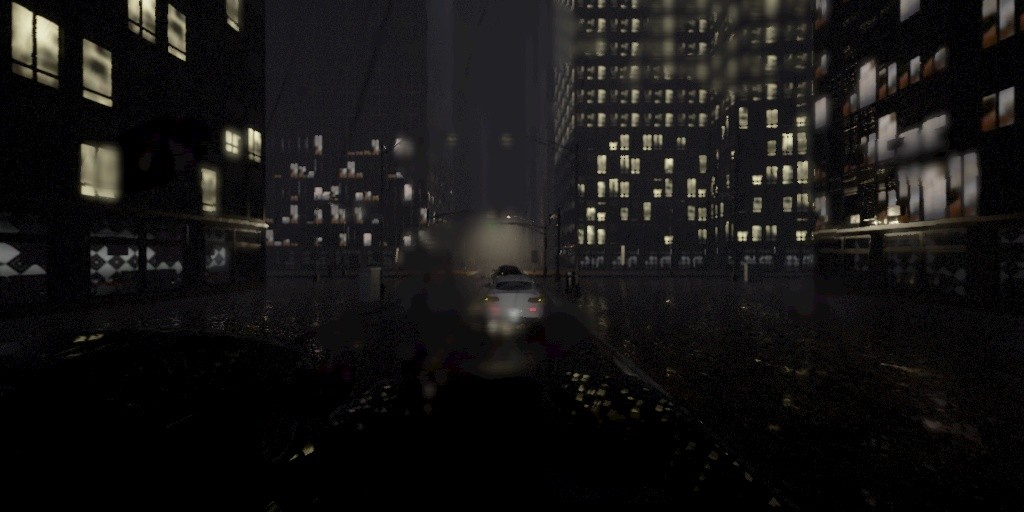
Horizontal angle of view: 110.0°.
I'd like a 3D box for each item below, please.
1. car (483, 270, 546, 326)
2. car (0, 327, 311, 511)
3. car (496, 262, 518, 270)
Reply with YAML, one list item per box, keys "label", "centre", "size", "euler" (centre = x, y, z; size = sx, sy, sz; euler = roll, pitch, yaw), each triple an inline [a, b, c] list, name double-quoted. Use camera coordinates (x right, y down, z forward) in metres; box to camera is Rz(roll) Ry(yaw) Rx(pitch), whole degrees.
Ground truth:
- label: "car"
  centre: [0.068, 1.358, 11.934]
  size: [1.812, 1.442, 4.674]
  euler: [0, 0, 0]
- label: "car"
  centre: [-3.098, 1.279, 2.133]
  size: [1.812, 1.442, 4.674]
  euler: [0, 0, 0]
- label: "car"
  centre: [-0.442, 1.480, 28.157]
  size: [1.837, 1.490, 4.892]
  euler: [1, -1, -8]
